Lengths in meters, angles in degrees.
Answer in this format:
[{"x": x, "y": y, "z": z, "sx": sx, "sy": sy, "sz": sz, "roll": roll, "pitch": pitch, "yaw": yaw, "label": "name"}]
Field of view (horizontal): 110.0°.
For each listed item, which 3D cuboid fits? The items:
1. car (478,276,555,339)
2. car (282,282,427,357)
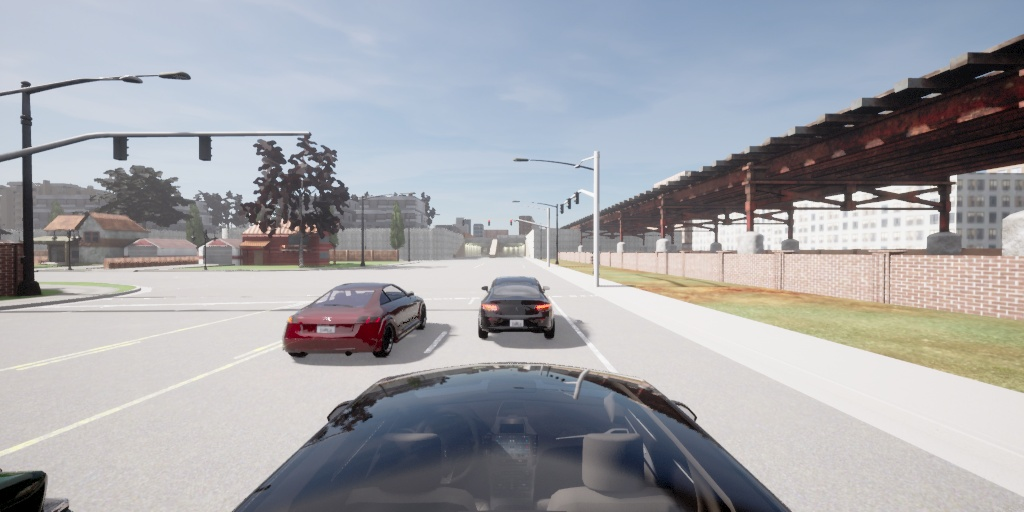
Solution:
[{"x": 0.105, "y": 1.277, "z": 10.018, "sx": 1.812, "sy": 1.442, "sz": 4.674, "roll": 0, "pitch": 0, "yaw": 0, "label": "car"}, {"x": -3.397, "y": 1.315, "z": 8.555, "sx": 1.994, "sy": 1.385, "sz": 4.181, "roll": 0, "pitch": 0, "yaw": 0, "label": "car"}]
